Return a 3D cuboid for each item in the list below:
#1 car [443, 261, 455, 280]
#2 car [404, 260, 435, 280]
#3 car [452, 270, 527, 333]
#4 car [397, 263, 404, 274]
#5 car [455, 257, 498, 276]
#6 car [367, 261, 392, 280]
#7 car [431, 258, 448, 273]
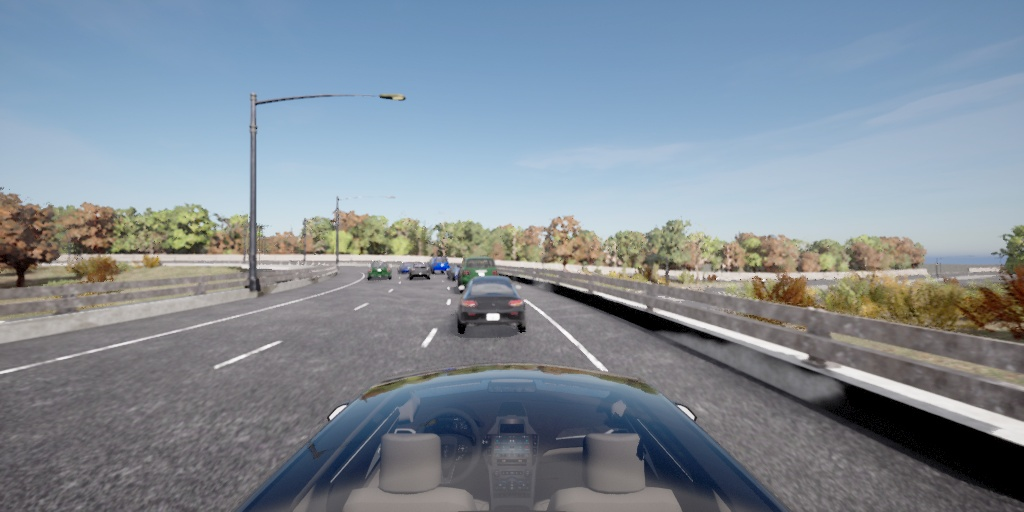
[{"bbox_3d":[-4.817,1.474,32.979,2.033,1.411,5.357,0,0,-17],"label":"car"},{"bbox_3d":[-8.971,1.427,34.534,2.128,1.511,4.902,0,-1,-18],"label":"car"},{"bbox_3d":[-0.651,1.327,10.917,1.812,1.442,4.674,0,-1,-5],"label":"car"},{"bbox_3d":[-13.514,1.571,46.165,1.994,1.385,4.181,0,0,-24],"label":"car"},{"bbox_3d":[-2.147,1.084,21.915,2.150,2.045,5.566,0,0,-11],"label":"car"},{"bbox_3d":[-12.697,1.299,34.602,2.097,1.767,4.553,0,0,-18],"label":"car"},{"bbox_3d":[-9.416,1.224,45.598,2.150,2.045,5.566,0,0,-23],"label":"car"}]
